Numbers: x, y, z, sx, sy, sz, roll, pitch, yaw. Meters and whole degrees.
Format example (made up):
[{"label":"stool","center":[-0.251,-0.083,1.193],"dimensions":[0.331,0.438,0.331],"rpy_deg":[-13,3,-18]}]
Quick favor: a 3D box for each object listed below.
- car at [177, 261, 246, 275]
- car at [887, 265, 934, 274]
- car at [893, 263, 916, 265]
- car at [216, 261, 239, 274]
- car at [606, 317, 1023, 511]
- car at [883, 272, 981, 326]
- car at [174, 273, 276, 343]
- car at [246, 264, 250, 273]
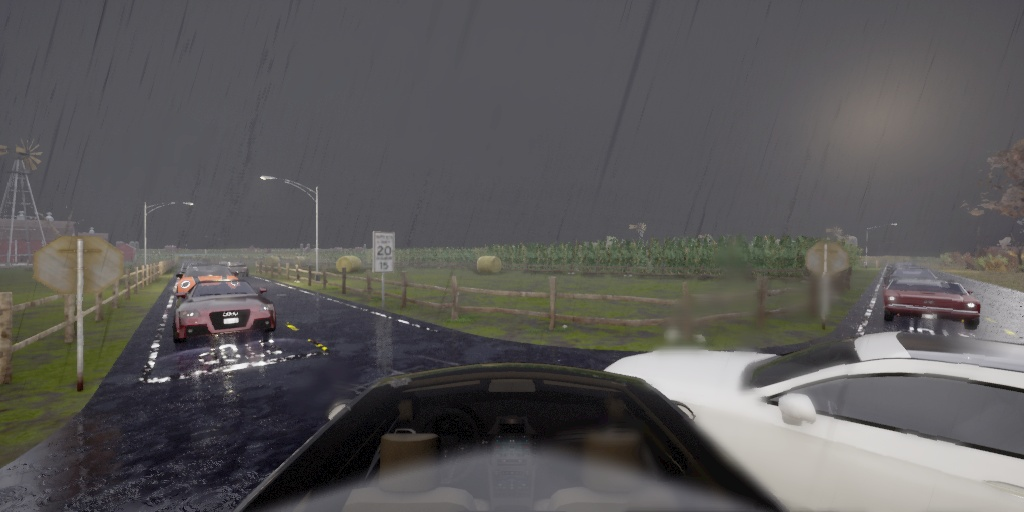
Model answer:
[{"label":"car","center":[-13.869,1.148,16.401],"dimensions":[2.097,1.767,4.553],"rpy_deg":[0,0,-42]},{"label":"car","center":[20.427,1.364,18.282],"dimensions":[5.357,1.411,2.033],"rpy_deg":[0,1,-43]},{"label":"car","center":[27.122,1.402,24.600],"dimensions":[4.181,1.385,1.994],"rpy_deg":[0,1,-43]},{"label":"car","center":[-34.107,1.325,42.897],"dimensions":[1.837,1.490,4.892],"rpy_deg":[0,0,-42]},{"label":"car","center":[2.819,1.293,2.489],"dimensions":[1.812,1.442,4.674],"rpy_deg":[0,1,-44]},{"label":"car","center":[13.412,1.398,11.651],"dimensions":[4.718,1.301,1.895],"rpy_deg":[0,1,-44]},{"label":"car","center":[-8.031,1.359,9.973],"dimensions":[1.994,1.385,4.181],"rpy_deg":[0,0,-43]},{"label":"car","center":[-27.316,1.300,35.504],"dimensions":[2.128,1.511,4.902],"rpy_deg":[0,0,-42]}]
